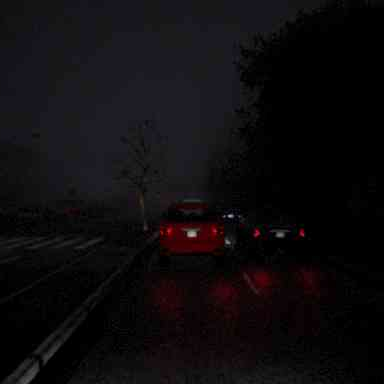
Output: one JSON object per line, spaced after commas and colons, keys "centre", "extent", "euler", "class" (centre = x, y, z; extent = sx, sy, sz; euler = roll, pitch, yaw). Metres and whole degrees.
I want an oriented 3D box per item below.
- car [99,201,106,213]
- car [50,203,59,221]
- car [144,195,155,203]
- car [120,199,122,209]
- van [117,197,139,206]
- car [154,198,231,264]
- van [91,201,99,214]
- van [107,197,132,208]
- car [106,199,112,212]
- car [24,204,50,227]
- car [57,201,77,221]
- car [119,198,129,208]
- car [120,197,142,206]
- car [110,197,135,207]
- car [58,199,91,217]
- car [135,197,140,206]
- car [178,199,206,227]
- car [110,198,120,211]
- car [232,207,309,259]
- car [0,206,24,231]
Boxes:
{"centre": [-13.870, 2.135, 42.538], "extent": [4.674, 1.452, 2.002], "euler": [-1, 0, -20], "class": "car"}
{"centre": [-13.910, 1.898, 27.608], "extent": [4.792, 1.488, 2.163], "euler": [0, -1, -20], "class": "car"}
{"centre": [-13.820, 2.328, 93.372], "extent": [4.792, 1.488, 2.163], "euler": [-1, 0, -20], "class": "car"}
{"centre": [-13.842, 2.211, 51.507], "extent": [4.792, 1.488, 2.163], "euler": [-1, -1, -20], "class": "car"}
{"centre": [-13.969, 2.029, 72.340], "extent": [4.442, 1.987, 1.878], "euler": [-1, 0, -20], "class": "van"}
{"centre": [0.010, 1.373, 12.619], "extent": [2.150, 2.045, 5.566], "euler": [0, 0, 0], "class": "car"}
{"centre": [-13.772, 1.833, 39.609], "extent": [4.442, 1.987, 1.878], "euler": [0, -1, -20], "class": "van"}
{"centre": [-13.758, 2.007, 63.479], "extent": [4.442, 1.987, 1.878], "euler": [-1, 0, -20], "class": "van"}
{"centre": [-13.900, 2.161, 45.510], "extent": [4.792, 1.488, 2.163], "euler": [-1, 0, -20], "class": "car"}
{"centre": [-13.713, 1.813, 24.705], "extent": [5.366, 1.575, 1.946], "euler": [0, -1, -20], "class": "car"}
{"centre": [-13.709, 1.915, 30.670], "extent": [5.366, 1.575, 1.946], "euler": [0, -1, -20], "class": "car"}
{"centre": [-13.863, 2.254, 57.464], "extent": [4.674, 1.452, 2.002], "euler": [-1, 0, -20], "class": "car"}
{"centre": [-13.828, 2.134, 75.375], "extent": [4.553, 1.767, 2.185], "euler": [-1, 0, -20], "class": "car"}
{"centre": [-13.894, 1.976, 60.436], "extent": [5.566, 2.045, 2.435], "euler": [-1, 0, -20], "class": "car"}
{"centre": [-13.851, 1.889, 36.581], "extent": [4.553, 1.767, 2.185], "euler": [0, -1, -20], "class": "car"}
{"centre": [-13.840, 1.989, 66.432], "extent": [5.566, 2.045, 2.435], "euler": [-1, 0, -20], "class": "car"}
{"centre": [0.010, 1.599, 27.618], "extent": [2.150, 2.045, 5.566], "euler": [0, -1, 0], "class": "car"}
{"centre": [-13.700, 2.153, 48.580], "extent": [5.366, 1.575, 1.946], "euler": [-1, -1, -20], "class": "car"}
{"centre": [3.023, 1.510, 13.453], "extent": [2.097, 1.767, 4.553], "euler": [0, -1, 1], "class": "car"}
{"centre": [-13.883, 1.811, 21.656], "extent": [4.674, 1.452, 2.002], "euler": [0, -1, -20], "class": "car"}
